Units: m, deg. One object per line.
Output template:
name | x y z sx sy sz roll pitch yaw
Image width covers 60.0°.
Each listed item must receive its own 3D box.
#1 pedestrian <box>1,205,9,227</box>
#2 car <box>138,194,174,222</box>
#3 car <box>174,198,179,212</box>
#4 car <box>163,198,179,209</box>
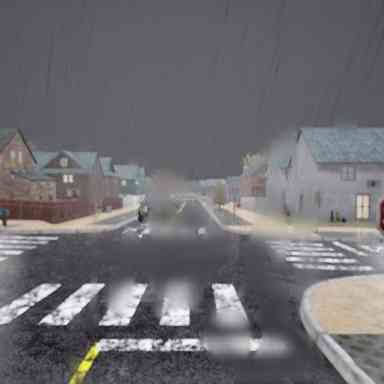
pedestrian | -9.694 1.237 17.279 0.500 1.100 0.500 0 0 1
car | -2.876 1.207 26.454 2.150 2.045 5.566 0 0 0
car | -2.864 1.540 36.530 1.994 1.385 4.181 0 0 1
car | -2.870 1.528 46.474 1.994 1.385 4.181 0 0 0
